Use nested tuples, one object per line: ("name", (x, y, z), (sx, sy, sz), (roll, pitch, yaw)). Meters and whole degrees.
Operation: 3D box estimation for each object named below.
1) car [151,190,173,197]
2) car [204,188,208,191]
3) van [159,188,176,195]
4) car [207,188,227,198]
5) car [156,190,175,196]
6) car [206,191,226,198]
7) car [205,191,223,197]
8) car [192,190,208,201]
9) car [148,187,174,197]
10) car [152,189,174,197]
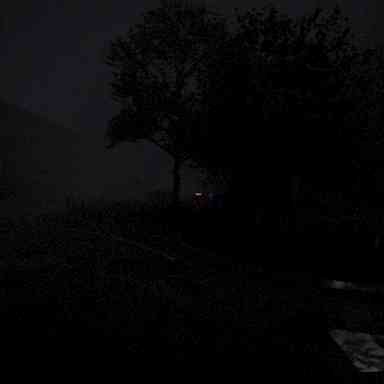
("car", (-6.594, 0.335, 73.598), (4.674, 1.452, 2.002), (2, 1, 0))
("car", (5.955, 0.377, 73.870), (5.566, 2.045, 2.435), (2, 1, 0))
("van", (-6.548, -0.166, 90.549), (4.442, 1.987, 1.878), (2, 1, 0))
("car", (5.945, 0.569, 68.092), (4.553, 1.767, 2.185), (2, 1, 0))
("car", (-6.642, 0.178, 84.901), (4.674, 1.452, 2.002), (2, 1, 0))
("car", (5.929, 0.515, 82.220), (4.892, 1.521, 2.231), (2, 1, 0))
("car", (5.921, 0.422, 90.691), (4.792, 1.488, 2.163), (2, 1, 0))
("car", (1.173, 0.829, 56.397), (1.895, 1.301, 4.718), (2, 1, 0))
("car", (-6.599, 0.081, 70.770), (5.566, 2.045, 2.435), (2, 1, 0))
("car", (-6.609, 0.258, 76.425), (5.008, 1.535, 2.097), (2, 1, 0))
